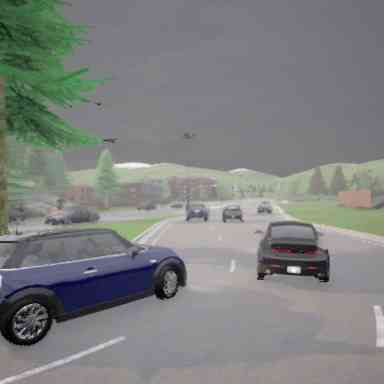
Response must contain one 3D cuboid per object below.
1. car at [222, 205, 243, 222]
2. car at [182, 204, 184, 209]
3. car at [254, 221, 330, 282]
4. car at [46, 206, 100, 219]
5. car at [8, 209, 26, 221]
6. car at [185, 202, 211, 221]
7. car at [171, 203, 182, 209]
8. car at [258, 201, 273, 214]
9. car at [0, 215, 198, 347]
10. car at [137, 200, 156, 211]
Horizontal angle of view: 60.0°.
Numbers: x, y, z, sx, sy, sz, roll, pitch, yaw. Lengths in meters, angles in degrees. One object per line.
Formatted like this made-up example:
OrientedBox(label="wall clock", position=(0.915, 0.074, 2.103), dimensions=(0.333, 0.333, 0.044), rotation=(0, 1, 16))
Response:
OrientedBox(label="car", position=(3.987, 2.051, 32.446), dimensions=(2.128, 1.511, 4.902), rotation=(-1, -1, 6))
OrientedBox(label="car", position=(-0.066, 2.871, 69.026), dimensions=(1.994, 1.385, 4.181), rotation=(-1, -1, 13))
OrientedBox(label="car", position=(3.028, 1.660, 10.370), dimensions=(1.837, 1.490, 4.892), rotation=(1, -1, 14))
OrientedBox(label="car", position=(-10.902, 2.336, 30.939), dimensions=(2.033, 1.411, 5.357), rotation=(-2, -1, 28))
OrientedBox(label="car", position=(-18.435, 2.440, 31.779), dimensions=(1.837, 1.490, 4.892), rotation=(-2, -1, 28))
OrientedBox(label="car", position=(0.786, 2.008, 34.608), dimensions=(2.097, 1.767, 4.553), rotation=(-1, -1, 8))
OrientedBox(label="car", position=(-3.152, 2.982, 71.203), dimensions=(1.895, 1.301, 4.718), rotation=(-1, -1, 13))
OrientedBox(label="car", position=(9.951, 2.301, 45.220), dimensions=(1.895, 1.301, 4.718), rotation=(-1, -1, 13))
OrientedBox(label="car", position=(-2.201, 1.534, 7.056), dimensions=(2.097, 1.767, 4.553), rotation=(-2, -2, 42))
OrientedBox(label="car", position=(-8.601, 2.591, 63.375), dimensions=(2.150, 2.045, 5.566), rotation=(-1, -1, 14))
